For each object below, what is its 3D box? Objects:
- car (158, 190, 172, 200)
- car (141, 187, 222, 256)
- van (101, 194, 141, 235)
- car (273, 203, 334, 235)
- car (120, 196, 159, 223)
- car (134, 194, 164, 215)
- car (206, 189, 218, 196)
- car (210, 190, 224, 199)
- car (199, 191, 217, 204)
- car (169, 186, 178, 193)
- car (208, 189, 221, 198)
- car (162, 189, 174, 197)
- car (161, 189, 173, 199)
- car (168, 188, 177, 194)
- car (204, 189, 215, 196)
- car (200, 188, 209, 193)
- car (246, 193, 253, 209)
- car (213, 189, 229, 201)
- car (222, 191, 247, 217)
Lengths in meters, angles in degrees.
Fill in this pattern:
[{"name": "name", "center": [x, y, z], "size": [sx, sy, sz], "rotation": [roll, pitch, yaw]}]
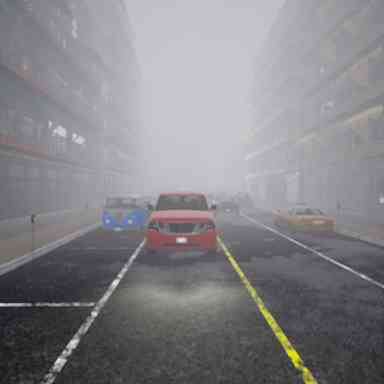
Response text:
[{"name": "car", "center": [-4.021, 0.476, 49.950], "size": [1.947, 1.339, 4.313], "rotation": [1, 1, -1]}, {"name": "car", "center": [-0.363, 0.960, 12.220], "size": [2.150, 2.045, 5.566], "rotation": [0, 1, -1]}, {"name": "van", "center": [-3.136, 0.988, 15.935], "size": [1.690, 1.788, 3.998], "rotation": [1, 1, -1]}, {"name": "car", "center": [5.235, 1.201, 16.266], "size": [1.752, 1.417, 4.829], "rotation": [1, 1, -1]}, {"name": "car", "center": [-3.287, 1.071, 21.607], "size": [1.887, 1.381, 4.507], "rotation": [1, 1, -1]}, {"name": "car", "center": [-3.433, 0.955, 27.276], "size": [2.008, 1.369, 4.403], "rotation": [1, 1, -1]}, {"name": "car", "center": [3.918, 0.119, 67.104], "size": [2.008, 1.369, 4.403], "rotation": [1, 1, -1]}, {"name": "car", "center": [4.211, 0.363, 55.770], "size": [1.887, 1.381, 4.507], "rotation": [1, 1, -1]}, {"name": "car", "center": [1.933, 0.669, 42.127], "size": [1.994, 1.385, 4.181], "rotation": [0, 1, -1]}, {"name": "car", "center": [-5.043, -0.654, 89.617], "size": [2.192, 1.841, 5.009], "rotation": [1, 1, -1]}, {"name": "car", "center": [4.064, 0.244, 61.437], "size": [2.008, 1.369, 4.403], "rotation": [1, 1, -1]}, {"name": "car", "center": [-4.314, 0.212, 61.284], "size": [2.008, 1.369, 4.403], "rotation": [1, 1, -1]}, {"name": "car", "center": [-4.162, 0.315, 55.446], "size": [1.752, 1.417, 4.829], "rotation": [1, 1, -1]}, {"name": "car", "center": [-4.901, -0.291, 83.955], "size": [2.008, 1.369, 4.403], "rotation": [1, 1, -1]}, {"name": "car", "center": [3.771, -0.013, 72.771], "size": [1.887, 1.381, 4.507], "rotation": [1, 1, -1]}, {"name": "car", "center": [3.331, -0.392, 89.773], "size": [1.887, 1.381, 4.507], "rotation": [1, 1, -1]}, {"name": "car", "center": [4.801, 0.753, 33.097], "size": [1.967, 1.590, 4.097], "rotation": [1, 1, -1]}, {"name": "car", "center": [4.360, 0.382, 50.099], "size": [1.967, 1.590, 4.097], "rotation": [1, 1, -1]}, {"name": "car", "center": [2.367, 0.977, 24.667], "size": [2.128, 1.511, 4.902], "rotation": [0, 1, -1]}]
